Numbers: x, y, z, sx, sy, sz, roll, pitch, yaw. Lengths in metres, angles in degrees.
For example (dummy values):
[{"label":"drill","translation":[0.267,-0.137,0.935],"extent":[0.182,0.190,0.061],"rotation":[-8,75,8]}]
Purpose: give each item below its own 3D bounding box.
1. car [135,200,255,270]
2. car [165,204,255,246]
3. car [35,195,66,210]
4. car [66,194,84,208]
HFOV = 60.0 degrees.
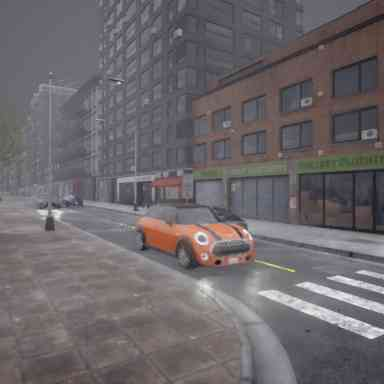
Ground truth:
[{"label":"car","translation":[-0.087,1.182,10.665],"extent":[2.097,1.767,4.553],"rotation":[0,1,-32]},{"label":"car","translation":[0.633,1.355,15.030],"extent":[1.994,1.385,4.181],"rotation":[0,1,-32]},{"label":"car","translation":[-14.324,1.017,33.110],"extent":[1.994,1.385,4.181],"rotation":[0,0,-32]},{"label":"car","translation":[-13.570,0.961,37.385],"extent":[1.812,1.442,4.674],"rotation":[0,0,-32]}]
